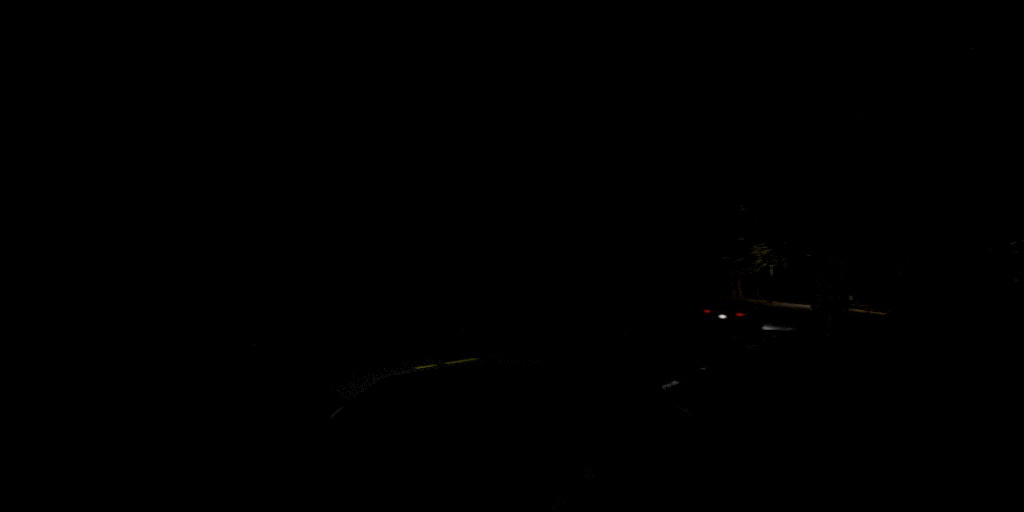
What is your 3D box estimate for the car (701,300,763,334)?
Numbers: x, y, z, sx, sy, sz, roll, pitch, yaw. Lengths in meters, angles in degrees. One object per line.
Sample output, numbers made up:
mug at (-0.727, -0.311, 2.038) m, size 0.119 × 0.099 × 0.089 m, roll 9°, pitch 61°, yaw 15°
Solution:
car at (10.850, 2.877, 17.582) m, size 1.994 × 1.385 × 4.181 m, roll 0°, pitch -5°, yaw 44°
